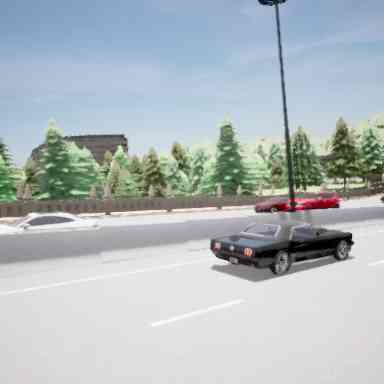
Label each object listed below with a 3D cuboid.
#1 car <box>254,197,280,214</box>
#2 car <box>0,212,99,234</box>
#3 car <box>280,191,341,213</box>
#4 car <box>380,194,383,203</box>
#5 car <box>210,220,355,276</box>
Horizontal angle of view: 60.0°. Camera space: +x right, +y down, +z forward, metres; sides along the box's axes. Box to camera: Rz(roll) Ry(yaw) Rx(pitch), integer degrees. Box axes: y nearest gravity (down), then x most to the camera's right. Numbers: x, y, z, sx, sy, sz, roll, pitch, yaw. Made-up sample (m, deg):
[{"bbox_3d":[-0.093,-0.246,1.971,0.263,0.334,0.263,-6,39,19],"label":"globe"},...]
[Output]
[{"bbox_3d":[8.027,1.214,31.208,5.008,1.535,1.882,-1,0,-35],"label":"car"},{"bbox_3d":[-5.860,1.501,12.708,4.674,1.442,1.812,-1,0,-35],"label":"car"},{"bbox_3d":[10.527,0.954,28.692,5.566,2.045,2.150,0,0,-35],"label":"car"},{"bbox_3d":[27.246,0.571,44.856,4.892,1.490,1.837,-7,4,-35],"label":"car"},{"bbox_3d":[2.924,1.515,10.136,4.718,1.301,1.895,-1,0,-36],"label":"car"}]
